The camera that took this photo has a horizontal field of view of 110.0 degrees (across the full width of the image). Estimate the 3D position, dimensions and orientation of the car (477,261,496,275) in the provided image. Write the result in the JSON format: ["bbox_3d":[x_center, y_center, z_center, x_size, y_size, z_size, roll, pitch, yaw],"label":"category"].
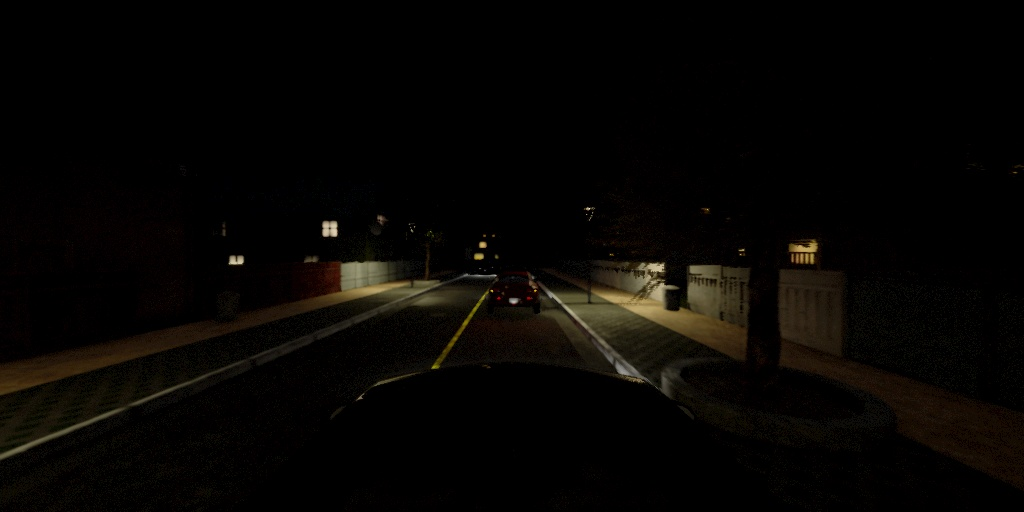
[{"bbox_3d":[-2.830,1.284,40.160,1.837,1.490,4.892,0,-1,0],"label":"car"}]

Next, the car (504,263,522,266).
[{"bbox_3d":[0.062,1.260,28.362,1.837,1.490,4.892,0,0,0],"label":"car"}]

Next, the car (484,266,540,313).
[{"bbox_3d":[0.069,1.270,13.883,1.812,1.442,4.674,0,0,0],"label":"car"}]
